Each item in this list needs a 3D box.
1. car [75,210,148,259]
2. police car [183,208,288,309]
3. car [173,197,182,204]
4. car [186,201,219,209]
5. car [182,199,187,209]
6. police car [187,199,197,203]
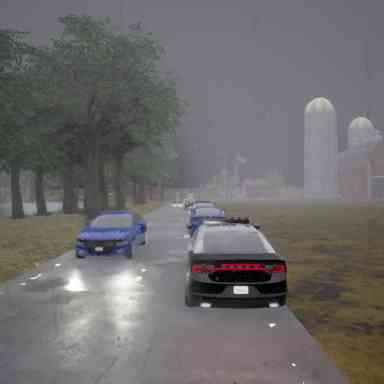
[{"bbox_3d":[-2.873,1.483,12.767,1.882,1.535,5.008,0,0,0],"label":"car"},{"bbox_3d":[0.811,1.428,8.119,1.930,1.638,5.238,0,0,0],"label":"police car"},{"bbox_3d":[-2.871,1.738,68.631,2.128,1.511,4.902,0,0,0],"label":"car"},{"bbox_3d":[0.794,1.487,18.009,1.882,1.535,5.008,0,0,0],"label":"car"},{"bbox_3d":[-0.054,1.699,47.076,1.895,1.301,4.718,0,0,1],"label":"car"},{"bbox_3d":[0.783,1.442,24.120,1.930,1.638,5.238,0,0,0],"label":"police car"}]
